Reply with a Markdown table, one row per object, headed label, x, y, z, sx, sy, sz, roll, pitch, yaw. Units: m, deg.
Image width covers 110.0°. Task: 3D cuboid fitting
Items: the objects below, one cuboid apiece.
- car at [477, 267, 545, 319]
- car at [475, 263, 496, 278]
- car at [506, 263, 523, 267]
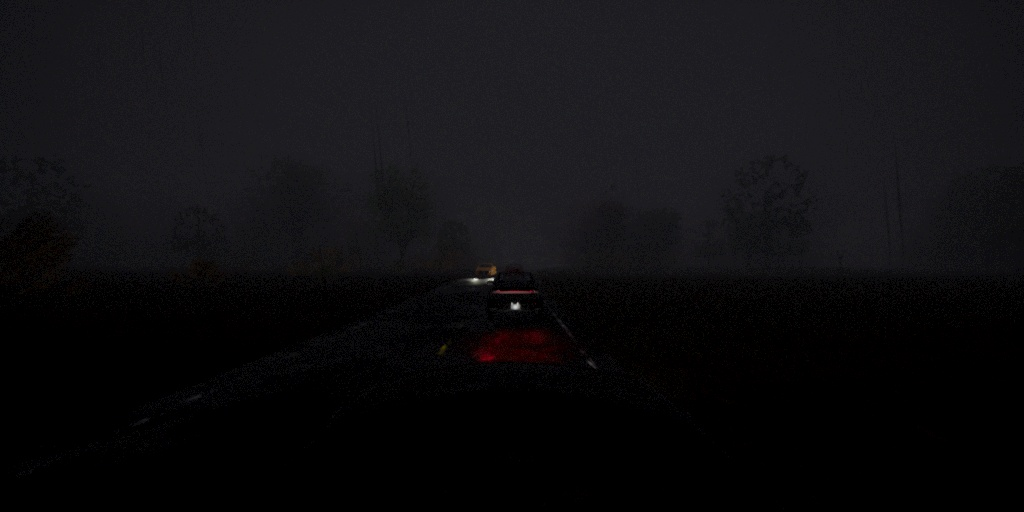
| label | x | y | z | sx | sy | sz | roll | pitch | yaw |
| --- | --- | --- | --- | --- | --- | --- | --- | --- | --- |
| car | 0.106 | 1.313 | 13.066 | 2.128 | 1.511 | 4.902 | 0 | 0 | 0 |
| car | -2.727 | 1.472 | 38.290 | 1.882 | 1.535 | 5.008 | 0 | -1 | 3 |
| car | 0.240 | 1.430 | 33.345 | 1.882 | 1.535 | 5.008 | 0 | 0 | 1 |
